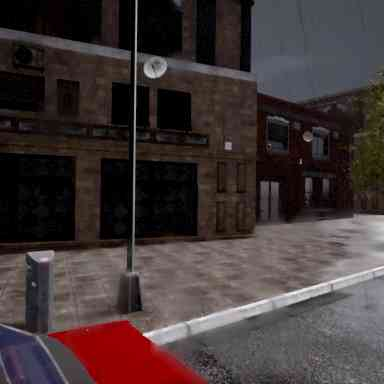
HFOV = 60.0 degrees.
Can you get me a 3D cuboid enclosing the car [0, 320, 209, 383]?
[{"bbox_3d":[-2.080,1.601,1.621,4.718,1.301,1.895,0,0,-36],"label":"car"}]
